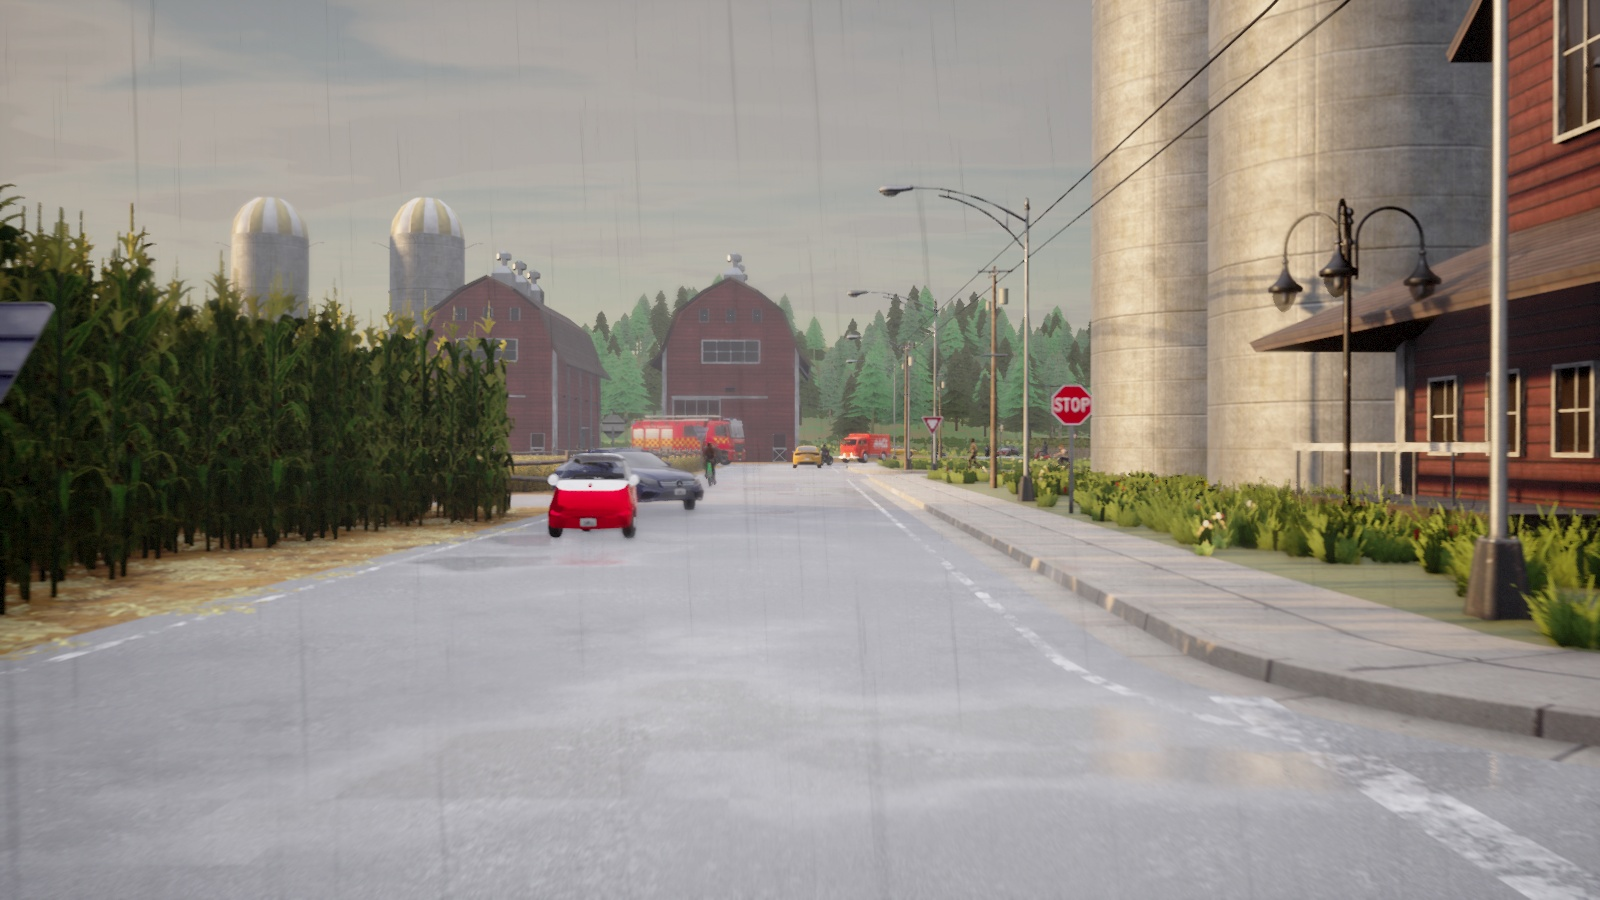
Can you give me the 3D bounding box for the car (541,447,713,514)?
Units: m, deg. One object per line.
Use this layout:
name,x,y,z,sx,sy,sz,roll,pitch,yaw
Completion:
car,-4.185,0.661,29.761,1.812,1.442,4.674,0,0,-40

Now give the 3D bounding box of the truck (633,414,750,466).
truck,-8.289,-0.775,96.025,8.468,3.827,2.891,0,0,18

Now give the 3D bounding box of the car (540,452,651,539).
car,-3.365,0.724,20.992,1.481,1.376,2.207,0,0,0

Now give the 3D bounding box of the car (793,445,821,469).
car,0.474,0.440,84.913,1.882,1.535,5.008,0,0,0

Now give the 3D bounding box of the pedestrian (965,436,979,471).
pedestrian,9.493,0.207,69.252,0.692,1.930,0.396,0,0,-8
